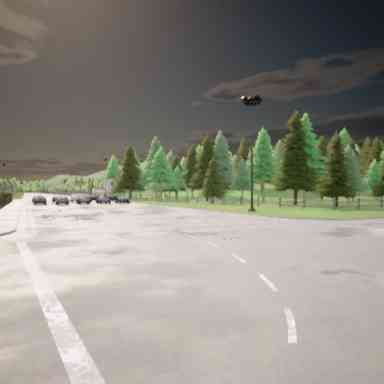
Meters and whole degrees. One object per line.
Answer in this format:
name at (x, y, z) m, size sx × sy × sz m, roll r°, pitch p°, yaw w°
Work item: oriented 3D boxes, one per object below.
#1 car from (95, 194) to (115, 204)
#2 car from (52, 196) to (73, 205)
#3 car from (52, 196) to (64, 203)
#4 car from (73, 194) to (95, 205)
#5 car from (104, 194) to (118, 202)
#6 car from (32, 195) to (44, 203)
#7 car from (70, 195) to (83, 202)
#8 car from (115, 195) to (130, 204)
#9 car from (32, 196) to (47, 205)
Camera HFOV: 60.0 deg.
car at (-16.153, 1.448, 60.597) m, size 2.128 × 1.511 × 4.902 m, roll 0°, pitch 0°, yaw -27°
car at (-22.411, 1.462, 57.460) m, size 2.128 × 1.511 × 4.902 m, roll 0°, pitch 0°, yaw -27°
car at (-26.534, 1.395, 65.684) m, size 1.895 × 1.301 × 4.718 m, roll 0°, pitch 0°, yaw -27°
car at (-19.282, 1.455, 59.028) m, size 2.128 × 1.511 × 4.902 m, roll 0°, pitch 0°, yaw -27°
car at (-17.134, 1.257, 70.363) m, size 1.882 × 1.535 × 5.008 m, roll 0°, pitch 0°, yaw -27°
car at (-29.650, 1.359, 64.089) m, size 1.994 × 1.385 × 4.181 m, roll 0°, pitch 0°, yaw -27°
car at (-23.392, 1.317, 67.226) m, size 1.812 × 1.442 × 4.674 m, roll 0°, pitch 0°, yaw -27°
car at (-13.038, 1.551, 62.192) m, size 1.895 × 1.301 × 4.718 m, roll 0°, pitch 0°, yaw -27°
car at (-25.700, 1.481, 56.346) m, size 1.837 × 1.490 × 4.892 m, roll 0°, pitch 0°, yaw -26°
